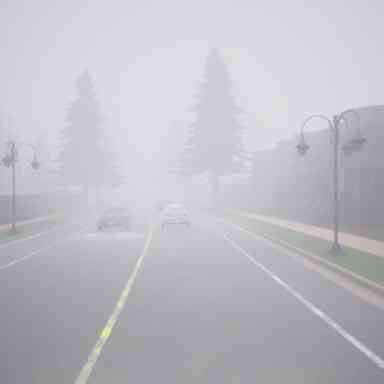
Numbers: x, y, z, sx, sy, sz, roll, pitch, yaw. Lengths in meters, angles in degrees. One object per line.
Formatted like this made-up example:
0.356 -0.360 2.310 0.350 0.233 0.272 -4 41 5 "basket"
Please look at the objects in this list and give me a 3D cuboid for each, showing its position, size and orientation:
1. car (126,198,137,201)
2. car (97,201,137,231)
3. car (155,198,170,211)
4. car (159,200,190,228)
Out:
-11.193 1.677 61.207 1.895 1.301 4.718 0 0 -13 "car"
-4.742 1.535 21.130 1.837 1.490 4.892 0 0 -5 "car"
-3.397 1.523 40.297 2.128 1.511 4.902 0 0 -9 "car"
-1.142 1.539 22.322 1.812 1.442 4.674 0 0 -5 "car"
